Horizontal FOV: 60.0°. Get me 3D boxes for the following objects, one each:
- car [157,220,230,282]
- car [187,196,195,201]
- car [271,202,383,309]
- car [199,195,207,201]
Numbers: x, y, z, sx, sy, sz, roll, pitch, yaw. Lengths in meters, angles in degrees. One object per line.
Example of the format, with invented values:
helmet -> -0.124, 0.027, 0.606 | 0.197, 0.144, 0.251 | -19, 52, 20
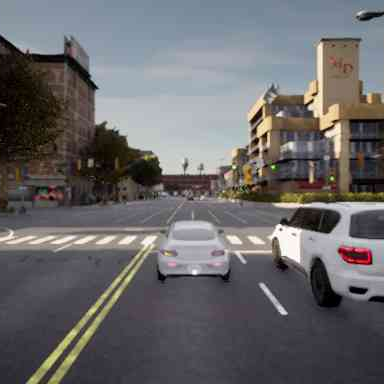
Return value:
car -> 0.008, 1.559, 9.791 | 1.812, 1.442, 4.674 | 0, 0, -1
car -> -0.364, 1.803, 91.578 | 1.837, 1.490, 4.892 | 0, 0, 0
car -> 3.549, 1.246, 8.072 | 2.150, 2.045, 5.566 | 0, 0, 0
car -> 3.134, 1.819, 92.084 | 1.812, 1.442, 4.674 | 0, 0, 0
